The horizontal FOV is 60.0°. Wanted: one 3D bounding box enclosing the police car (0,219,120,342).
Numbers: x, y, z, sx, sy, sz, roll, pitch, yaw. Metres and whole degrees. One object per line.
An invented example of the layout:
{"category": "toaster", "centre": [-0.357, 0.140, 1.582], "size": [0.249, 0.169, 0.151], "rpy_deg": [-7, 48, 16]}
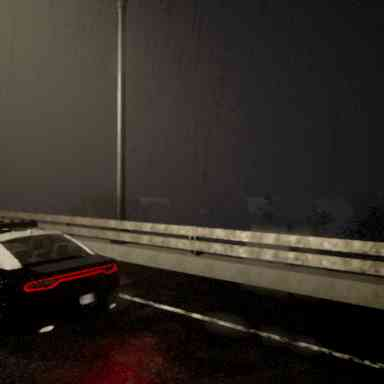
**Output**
{"category": "police car", "centre": [-3.668, 1.374, 6.493], "size": [5.238, 1.638, 1.930], "rpy_deg": [1, 0, 36]}
